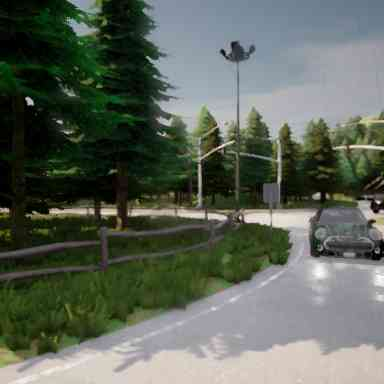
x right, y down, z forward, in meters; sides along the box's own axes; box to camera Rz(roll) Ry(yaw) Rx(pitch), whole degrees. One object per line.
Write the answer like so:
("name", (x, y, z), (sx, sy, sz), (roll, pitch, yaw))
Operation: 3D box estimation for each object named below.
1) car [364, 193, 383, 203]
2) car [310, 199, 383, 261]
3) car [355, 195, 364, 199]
("car", (19.736, 1.087, 32.413), (5.566, 2.045, 2.150), (0, 0, -31))
("car", (5.502, 1.319, 12.288), (2.097, 1.767, 4.553), (0, 0, 18))
("car", (36.712, 1.361, 70.366), (1.895, 1.301, 4.718), (0, 0, -8))
